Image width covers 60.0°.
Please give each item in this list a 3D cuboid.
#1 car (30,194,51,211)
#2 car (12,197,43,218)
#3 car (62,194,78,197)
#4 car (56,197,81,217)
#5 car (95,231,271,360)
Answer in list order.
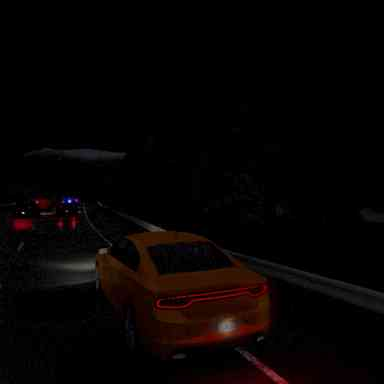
[{"bbox_3d":[-18.336,1.221,40.097,2.150,2.045,5.566,0,0,-19],"label":"car"},{"bbox_3d":[-14.962,1.505,30.189,1.837,1.490,4.892,0,0,-19],"label":"car"},{"bbox_3d":[-15.165,1.221,41.477,2.150,2.045,5.566,0,0,-18],"label":"car"},{"bbox_3d":[-11.781,1.492,31.566,2.128,1.511,4.902,0,0,-19],"label":"car"},{"bbox_3d":[-0.602,1.478,6.287,1.882,1.535,5.008,0,0,-24],"label":"car"}]
